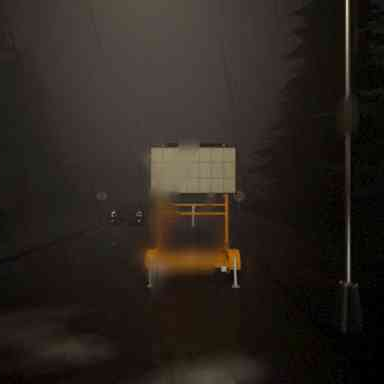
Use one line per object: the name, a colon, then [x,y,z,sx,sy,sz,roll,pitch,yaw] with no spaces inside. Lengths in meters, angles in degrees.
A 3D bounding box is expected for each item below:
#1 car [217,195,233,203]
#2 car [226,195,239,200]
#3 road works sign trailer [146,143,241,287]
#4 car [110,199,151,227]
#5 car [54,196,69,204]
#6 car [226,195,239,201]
car: [8.386,1.736,69.454,4.902,1.511,2.128,0,0,-5]
car: [11.322,1.515,92.995,1.853,1.218,4.536,0,0,30]
road works sign trailer: [0.037,0.464,9.263,2.380,3.560,2.880,0,0,0]
car: [-4.044,1.351,22.366,2.097,1.767,4.553,0,0,0]
car: [-23.774,1.412,60.510,1.845,1.501,3.633,0,0,0]
car: [11.348,1.672,93.040,2.038,1.542,4.974,0,0,30]
